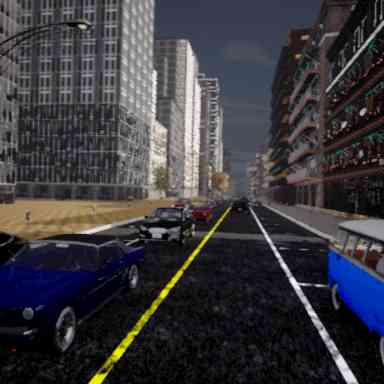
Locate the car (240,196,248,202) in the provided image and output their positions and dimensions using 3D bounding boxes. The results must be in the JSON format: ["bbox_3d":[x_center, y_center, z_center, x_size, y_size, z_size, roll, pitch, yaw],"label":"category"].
[{"bbox_3d":[14.255,1.859,91.108,1.882,1.535,5.008,2,0,8],"label":"car"}]

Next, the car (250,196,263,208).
[{"bbox_3d":[10.630,1.819,54.444,2.008,1.369,4.403,2,0,8],"label":"car"}]

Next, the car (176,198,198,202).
[{"bbox_3d":[-0.899,1.391,33.781,1.967,1.590,4.097,2,0,8],"label":"car"}]

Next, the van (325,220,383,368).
[{"bbox_3d":[3.337,1.428,5.188,1.690,1.788,3.998,2,0,8],"label":"van"}]

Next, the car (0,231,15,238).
[{"bbox_3d":[-4.957,1.422,6.418,1.947,1.339,4.313,2,0,8],"label":"car"}]

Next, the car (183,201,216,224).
[{"bbox_3d":[0.475,1.594,25.360,1.895,1.301,4.718,2,0,9],"label":"car"}]

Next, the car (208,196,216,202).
[{"bbox_3d":[2.343,1.588,55.673,2.008,1.369,4.403,2,0,8],"label":"car"}]

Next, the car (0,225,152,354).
[{"bbox_3d":[-2.371,1.529,6.214,1.895,1.301,4.718,2,0,8],"label":"car"}]

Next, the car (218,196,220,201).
[{"bbox_3d":[3.964,1.633,66.618,2.008,1.369,4.403,2,0,8],"label":"car"}]

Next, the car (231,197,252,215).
[{"bbox_3d":[5.168,1.597,35.559,1.882,1.535,5.008,2,0,9],"label":"car"}]

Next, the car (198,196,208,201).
[{"bbox_3d":[0.697,1.517,44.559,1.752,1.417,4.829,2,0,8],"label":"car"}]

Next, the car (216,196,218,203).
[{"bbox_3d":[3.157,1.499,61.146,1.967,1.590,4.097,2,0,8],"label":"car"}]

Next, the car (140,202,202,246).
[{"bbox_3d":[-1.007,1.450,15.390,2.128,1.511,4.902,2,0,8],"label":"car"}]

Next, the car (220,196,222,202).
[{"bbox_3d":[4.776,1.651,72.091,1.887,1.381,4.507,2,0,8],"label":"car"}]

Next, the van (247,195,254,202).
[{"bbox_3d":[16.311,1.781,92.753,1.690,1.788,3.998,2,0,8],"label":"van"}]

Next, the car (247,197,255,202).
[{"bbox_3d":[15.493,1.995,87.281,1.802,1.307,4.206,2,0,8],"label":"car"}]

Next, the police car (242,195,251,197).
[{"bbox_3d":[11.841,1.729,75.427,1.930,1.638,5.238,2,0,10],"label":"police car"}]

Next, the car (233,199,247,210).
[{"bbox_3d":[6.987,1.768,48.013,1.895,1.301,4.718,2,0,9],"label":"car"}]

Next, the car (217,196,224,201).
[{"bbox_3d":[8.018,1.791,93.983,1.802,1.307,4.206,2,0,8],"label":"car"}]

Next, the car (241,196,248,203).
[{"bbox_3d":[13.405,1.808,85.361,1.801,1.575,5.366,2,0,8],"label":"car"}]
